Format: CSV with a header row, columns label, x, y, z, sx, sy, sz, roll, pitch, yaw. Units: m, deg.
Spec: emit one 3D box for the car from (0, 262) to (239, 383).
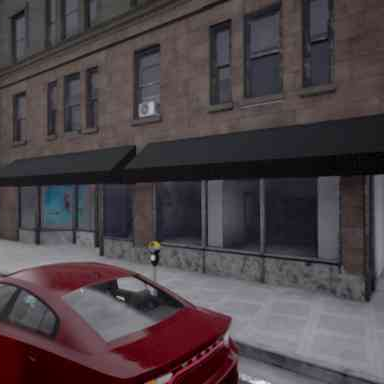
label,x,y,z,sx,sy,sz,roll,pitch,yaw
car,-1.646,1.545,4.025,4.507,1.381,1.887,0,0,35
